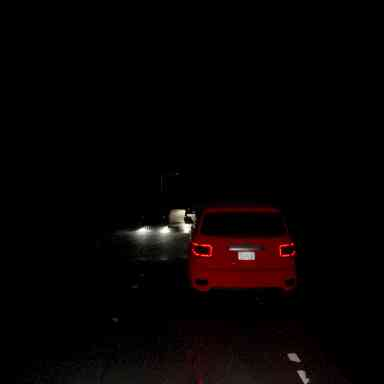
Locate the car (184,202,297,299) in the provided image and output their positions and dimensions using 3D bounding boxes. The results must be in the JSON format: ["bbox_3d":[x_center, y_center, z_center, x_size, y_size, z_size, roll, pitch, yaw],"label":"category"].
[{"bbox_3d":[0.979,1.251,8.620,2.150,2.045,5.566,0,0,0],"label":"car"}]

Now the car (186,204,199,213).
[{"bbox_3d":[0.095,2.393,48.475,1.895,1.301,4.718,0,-2,0],"label":"car"}]

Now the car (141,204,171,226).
[{"bbox_3d":[-2.700,1.709,25.616,1.882,1.535,5.008,0,-1,0],"label":"car"}]

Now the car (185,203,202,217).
[{"bbox_3d":[0.144,2.048,38.526,1.812,1.442,4.674,0,-2,-1],"label":"car"}]
